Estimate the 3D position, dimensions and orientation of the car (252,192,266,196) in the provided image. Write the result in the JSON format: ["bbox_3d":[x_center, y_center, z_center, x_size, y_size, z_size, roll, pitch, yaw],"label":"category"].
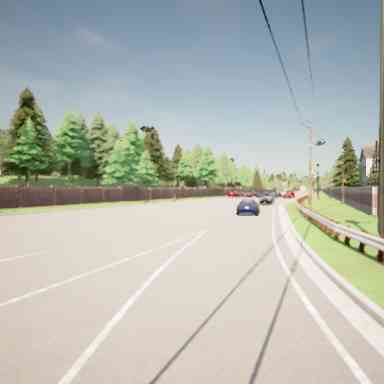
[{"bbox_3d":[18.070,0.959,88.437,1.994,1.385,4.181,0,0,21],"label":"car"}]

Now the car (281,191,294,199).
[{"bbox_3d":[24.614,0.998,85.953,1.994,1.385,4.181,0,0,21],"label":"car"}]

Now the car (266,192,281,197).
[{"bbox_3d":[21.194,0.968,86.805,2.033,1.411,5.357,0,0,21],"label":"car"}]

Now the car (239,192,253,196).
[{"bbox_3d":[14.787,0.743,89.649,2.097,1.767,4.553,0,0,21],"label":"car"}]

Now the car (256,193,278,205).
[{"bbox_3d":[11.512,1.266,51.033,1.895,1.301,4.718,0,0,20],"label":"car"}]

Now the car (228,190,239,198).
[{"bbox_3d":[11.389,0.595,90.557,2.150,2.045,5.566,0,0,21],"label":"car"}]

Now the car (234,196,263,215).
[{"bbox_3d":[5.350,1.352,31.411,1.994,1.385,4.181,0,0,14],"label":"car"}]
